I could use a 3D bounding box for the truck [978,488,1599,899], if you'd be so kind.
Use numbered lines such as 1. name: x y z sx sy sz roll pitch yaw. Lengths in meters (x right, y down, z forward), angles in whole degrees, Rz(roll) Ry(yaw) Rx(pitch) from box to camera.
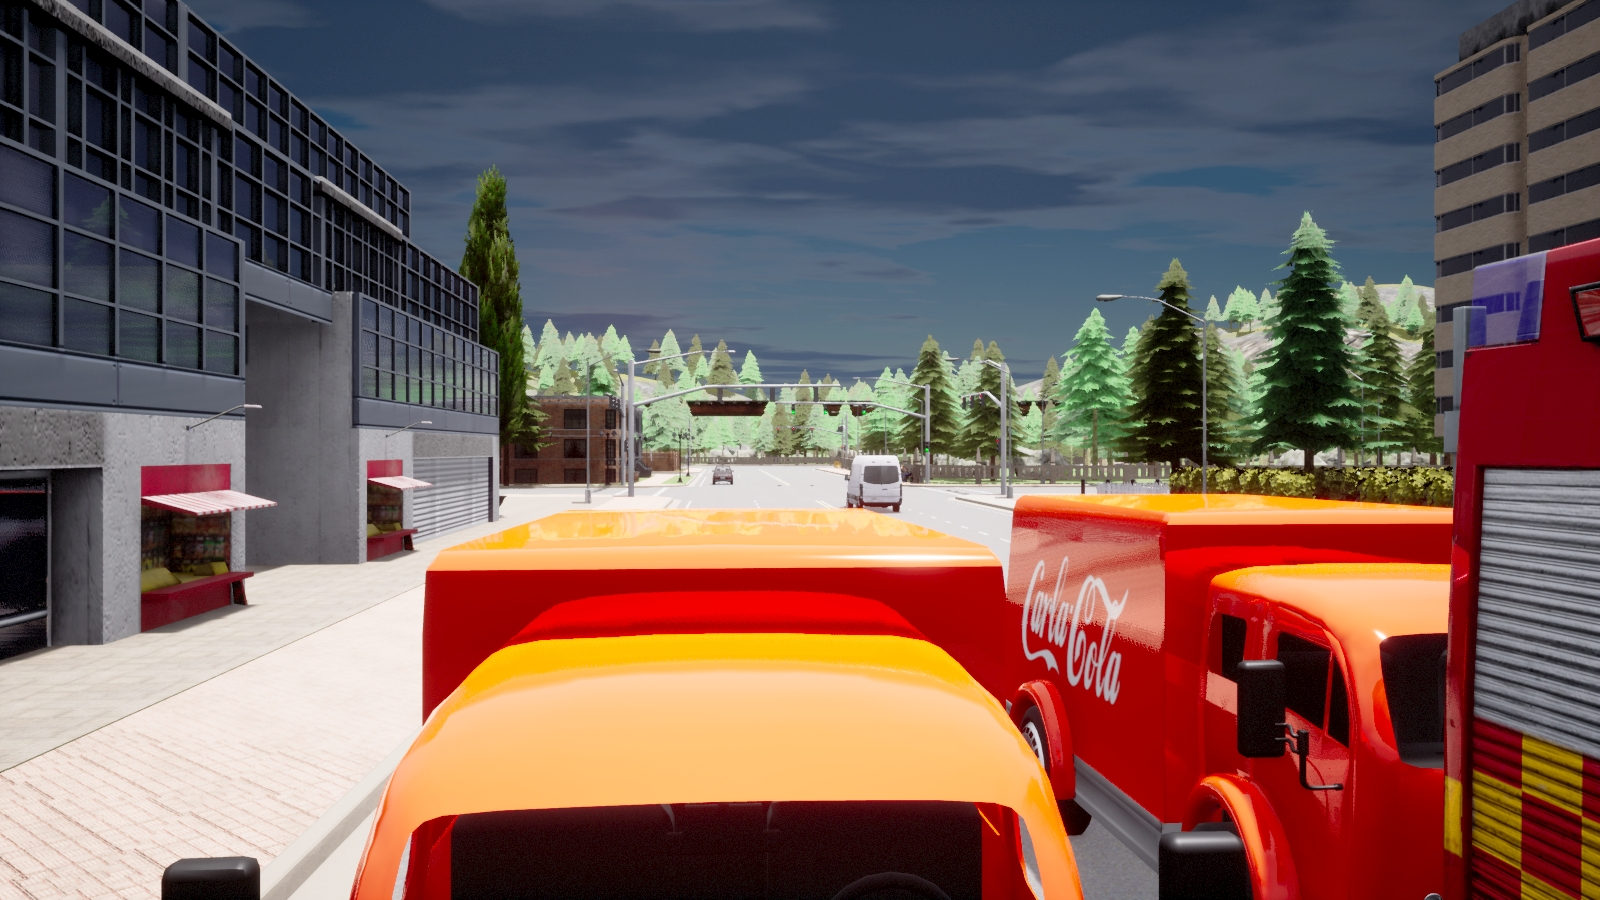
1. truck: 3.003 1.568 7.234 2.627 2.467 5.204 0 0 -4

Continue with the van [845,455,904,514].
1. van: 3.409 1.535 53.480 1.988 2.561 5.915 0 0 -4

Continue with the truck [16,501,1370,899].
1. truck: -0.347 1.568 4.821 2.627 2.467 5.204 0 0 -4
